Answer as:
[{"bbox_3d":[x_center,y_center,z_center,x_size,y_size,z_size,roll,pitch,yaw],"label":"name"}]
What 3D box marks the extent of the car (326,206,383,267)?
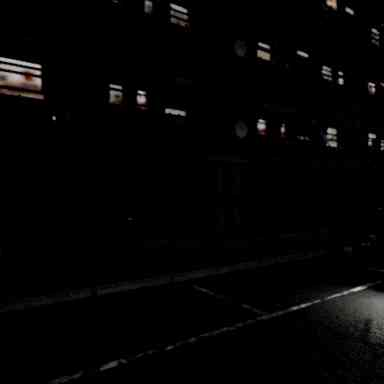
[{"bbox_3d":[6.699,1.406,11.356,5.009,1.841,2.192,1,-1,-35],"label":"car"}]
